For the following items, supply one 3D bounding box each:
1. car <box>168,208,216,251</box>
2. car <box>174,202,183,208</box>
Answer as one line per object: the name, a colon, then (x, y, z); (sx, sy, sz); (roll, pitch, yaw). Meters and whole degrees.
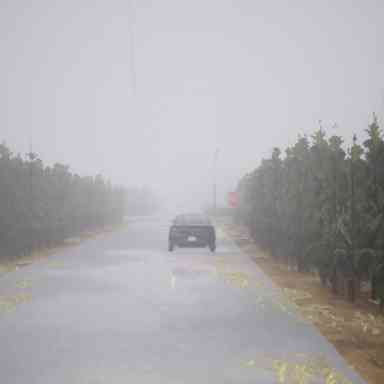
car: (0.000, 1.637, 14.669); (1.882, 1.535, 5.008); (0, -2, 0)
car: (-3.100, 3.106, 77.802); (1.837, 1.490, 4.892); (0, -1, 0)
